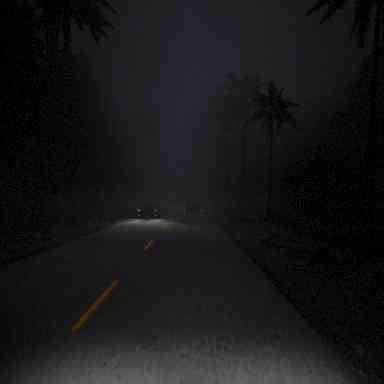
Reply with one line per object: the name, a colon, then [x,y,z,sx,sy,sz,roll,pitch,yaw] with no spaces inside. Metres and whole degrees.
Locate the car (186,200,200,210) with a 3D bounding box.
car: [0.141,2.009,52.159,2.128,1.511,4.902,0,-1,0]

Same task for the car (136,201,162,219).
car: [-4.084,1.673,32.376,2.097,1.767,4.553,0,0,0]

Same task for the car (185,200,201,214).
car: [0.123,1.906,41.836,2.128,1.511,4.902,0,-1,0]

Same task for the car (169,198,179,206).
car: [-3.923,2.158,72.783,1.882,1.535,5.008,0,-1,0]
